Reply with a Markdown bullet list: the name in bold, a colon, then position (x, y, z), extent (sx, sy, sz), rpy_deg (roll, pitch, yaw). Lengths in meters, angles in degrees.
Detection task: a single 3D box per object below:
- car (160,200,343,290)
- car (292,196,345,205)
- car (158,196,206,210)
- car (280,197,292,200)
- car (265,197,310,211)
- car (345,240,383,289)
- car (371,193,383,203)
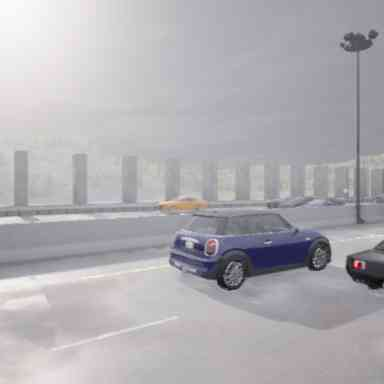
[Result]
- **car**: position (1.712, 1.259, 9.036), extent (4.553, 1.767, 2.097), rpy_deg (0, 1, -33)
- **car**: position (10.703, 1.228, 27.250), extent (4.674, 1.442, 1.812), rpy_deg (0, 0, -31)
- **car**: position (-0.948, 1.177, 32.435), extent (5.008, 1.535, 1.882), rpy_deg (0, 0, -32)
- **car**: position (10.258, 1.178, 31.054), extent (4.892, 1.490, 1.837), rpy_deg (1, 0, -31)
- **car**: position (10.071, 1.233, 35.034), extent (4.718, 1.301, 1.895), rpy_deg (-1, 1, -31)
- **car**: position (5.655, 1.508, 7.476), extent (4.718, 1.301, 1.895), rpy_deg (-1, 1, -32)
- **car**: position (29.077, 0.942, 49.987), extent (4.892, 1.490, 1.837), rpy_deg (-2, 2, -29)
